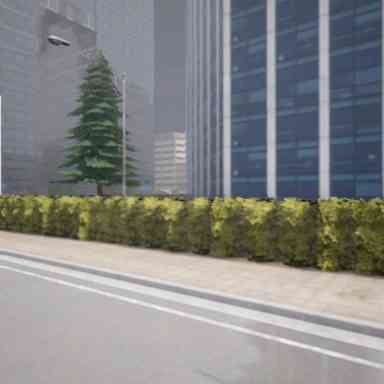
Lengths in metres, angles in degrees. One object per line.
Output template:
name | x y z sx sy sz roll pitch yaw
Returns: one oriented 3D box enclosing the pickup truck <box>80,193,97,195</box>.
pickup truck | -19.154 1.177 64.385 6.274 2.098 2.390 0 0 -24
